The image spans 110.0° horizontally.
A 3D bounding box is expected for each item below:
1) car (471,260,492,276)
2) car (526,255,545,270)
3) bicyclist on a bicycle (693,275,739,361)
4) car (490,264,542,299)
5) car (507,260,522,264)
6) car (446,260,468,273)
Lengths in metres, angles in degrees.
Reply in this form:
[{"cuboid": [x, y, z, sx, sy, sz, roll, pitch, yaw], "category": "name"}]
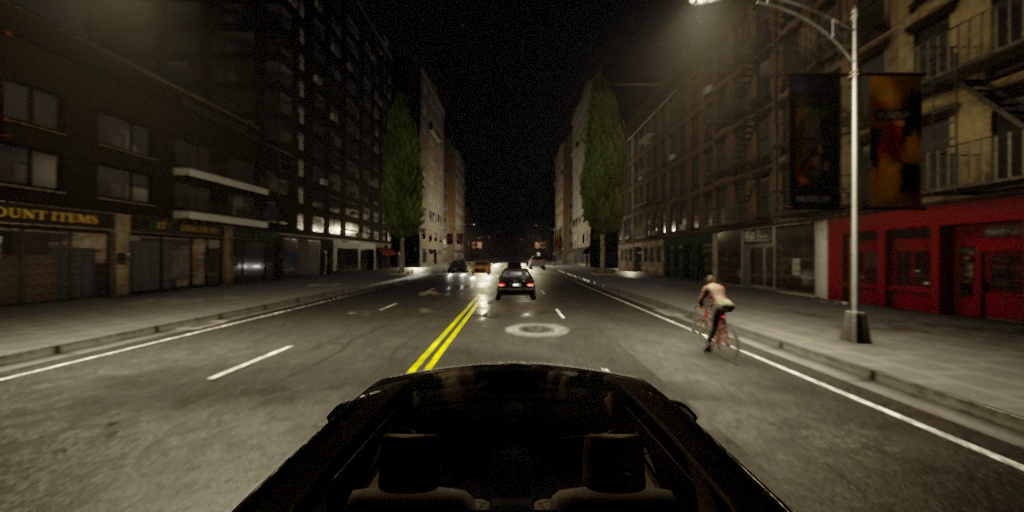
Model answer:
[{"cuboid": [-3.149, 1.210, 37.778, 1.882, 1.535, 5.008, 0, 0, 0], "category": "car"}, {"cuboid": [3.630, 0.971, 52.995, 2.150, 2.045, 5.566, 0, -1, 0], "category": "car"}, {"cuboid": [4.163, 1.222, 7.399, 0.582, 1.620, 1.656, 0, 0, 0], "category": "bicyclist on a bicycle"}, {"cuboid": [0.179, 1.298, 18.046, 2.033, 1.411, 5.357, 0, 0, 0], "category": "car"}, {"cuboid": [0.350, 1.223, 48.812, 1.882, 1.535, 5.008, 0, 0, 0], "category": "car"}, {"cuboid": [-6.368, 1.243, 42.438, 1.812, 1.442, 4.674, 0, 0, 1], "category": "car"}]
